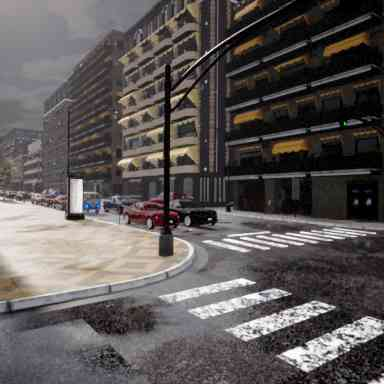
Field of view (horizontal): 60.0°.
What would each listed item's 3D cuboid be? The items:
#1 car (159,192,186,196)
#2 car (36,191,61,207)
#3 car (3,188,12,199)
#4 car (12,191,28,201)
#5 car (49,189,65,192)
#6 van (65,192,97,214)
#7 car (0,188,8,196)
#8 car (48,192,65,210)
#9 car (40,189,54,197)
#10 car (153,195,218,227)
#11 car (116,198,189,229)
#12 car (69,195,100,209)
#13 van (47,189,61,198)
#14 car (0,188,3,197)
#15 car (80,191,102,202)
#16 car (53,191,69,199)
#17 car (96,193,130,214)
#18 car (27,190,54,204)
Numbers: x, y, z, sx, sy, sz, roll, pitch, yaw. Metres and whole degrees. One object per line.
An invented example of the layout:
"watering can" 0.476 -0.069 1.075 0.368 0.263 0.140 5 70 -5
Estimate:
"car" -2.307 0.937 33.164 2.192 1.841 5.009 2 0 -36
"car" -15.747 0.909 37.356 1.887 1.381 4.507 2 0 -36
"car" -32.421 0.471 60.202 1.887 1.381 4.507 2 0 -36
"car" -25.748 0.542 51.063 1.967 1.590 4.097 2 0 -36
"car" -17.682 0.635 44.463 2.097 1.767 4.553 1 0 -36
"van" -9.071 0.881 28.218 1.690 1.788 3.998 2 0 -36
"car" -42.419 -0.022 73.909 2.192 1.841 5.009 2 0 -36
"car" -12.412 0.997 32.787 1.887 1.381 4.507 2 0 -36
"car" -32.324 0.272 74.286 1.967 1.590 4.097 2 0 -36
"car" -0.419 1.217 20.722 1.882 1.535 5.008 1 0 -35
"car" -2.408 1.261 19.080 1.887 1.381 4.507 2 0 -36
"car" -11.826 1.039 36.369 1.895 1.301 4.718 1 0 -36
"van" -28.986 0.261 69.717 1.690 1.788 3.998 2 0 -36
"car" -39.091 0.301 69.339 2.008 1.369 4.403 2 0 -36
"car" -15.650 0.711 51.441 1.967 1.590 4.097 2 0 -36
"car" -25.757 0.530 65.286 1.752 1.417 4.829 2 0 -36
"car" -6.004 1.083 28.382 2.128 1.511 4.902 1 0 -36
"car" -18.981 0.805 41.788 1.752 1.417 4.829 2 0 -36
